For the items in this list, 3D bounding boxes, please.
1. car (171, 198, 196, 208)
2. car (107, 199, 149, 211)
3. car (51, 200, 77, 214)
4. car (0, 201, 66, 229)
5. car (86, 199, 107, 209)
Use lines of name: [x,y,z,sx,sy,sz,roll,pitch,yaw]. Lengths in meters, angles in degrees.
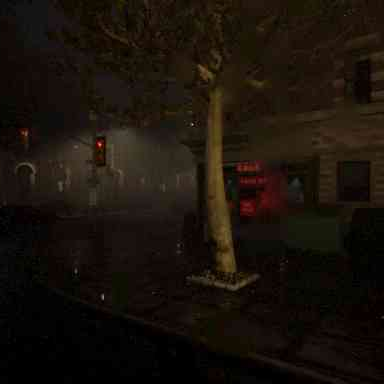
car: [-1.394,1.547,48.297,2.033,1.411,5.357,0,0,36]
car: [-7.466,1.601,40.018,1.895,1.301,4.718,0,0,36]
car: [-13.359,1.526,31.940,1.812,1.442,4.674,0,0,36]
car: [-10.924,1.526,21.432,1.812,1.442,4.674,0,0,39]
car: [-11.944,1.595,45.158,1.895,1.301,4.718,0,0,36]
